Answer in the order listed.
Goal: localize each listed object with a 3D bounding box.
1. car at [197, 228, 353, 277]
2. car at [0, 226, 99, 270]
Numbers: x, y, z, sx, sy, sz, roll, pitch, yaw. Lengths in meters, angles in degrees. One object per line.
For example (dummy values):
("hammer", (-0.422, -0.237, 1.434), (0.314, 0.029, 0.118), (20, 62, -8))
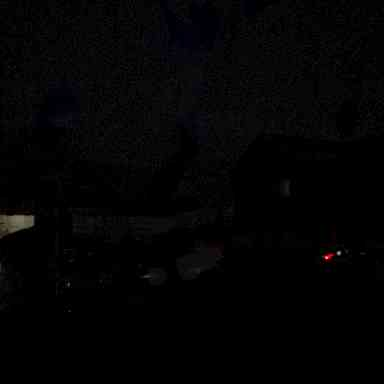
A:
("car", (2.656, 2.001, 11.768), (5.357, 1.411, 2.033), (-3, -2, 44))
("car", (-6.189, 2.241, 14.099), (5.008, 1.535, 1.882), (-2, -1, 28))
